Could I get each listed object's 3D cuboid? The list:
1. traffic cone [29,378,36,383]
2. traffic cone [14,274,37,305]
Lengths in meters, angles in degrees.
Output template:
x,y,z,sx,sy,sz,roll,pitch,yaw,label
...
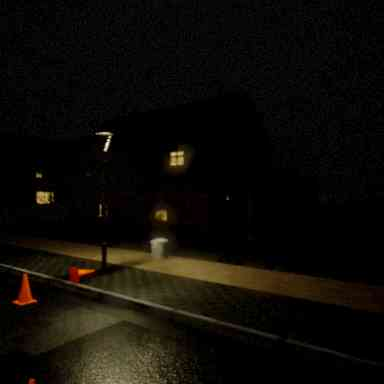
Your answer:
x,y,z,sx,sy,sz,roll,pitch,yaw,label
-1.433,1.976,2.984,0.340,0.580,0.340,0,-1,36,traffic cone
-3.485,2.005,6.957,0.340,0.580,0.340,0,-1,36,traffic cone
